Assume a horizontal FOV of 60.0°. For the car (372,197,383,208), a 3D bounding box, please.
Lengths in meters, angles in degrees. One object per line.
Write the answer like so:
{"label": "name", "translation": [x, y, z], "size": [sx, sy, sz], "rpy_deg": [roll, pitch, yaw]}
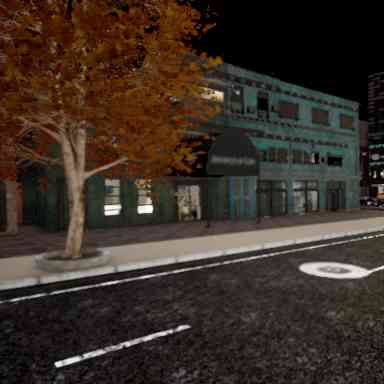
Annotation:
{"label": "car", "translation": [26.881, 1.522, 44.036], "size": [1.947, 1.339, 4.313], "rpy_deg": [-2, 0, -36]}

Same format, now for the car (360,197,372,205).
{"label": "car", "translation": [28.802, 1.469, 55.791], "size": [2.008, 1.369, 4.403], "rpy_deg": [-2, 0, -36]}
